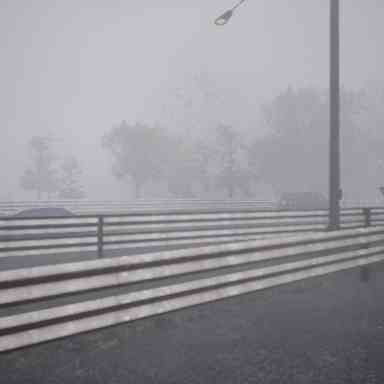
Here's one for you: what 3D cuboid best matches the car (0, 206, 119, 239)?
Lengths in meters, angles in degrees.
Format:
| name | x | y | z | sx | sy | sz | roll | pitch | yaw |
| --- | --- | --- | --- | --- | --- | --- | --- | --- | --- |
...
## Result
| name | x | y | z | sx | sy | sz | roll | pitch | yaw |
| --- | --- | --- | --- | --- | --- | --- | --- | --- | --- |
| car | -5.129 | 1.252 | 12.588 | 4.674 | 1.442 | 1.812 | 0 | 0 | -26 |

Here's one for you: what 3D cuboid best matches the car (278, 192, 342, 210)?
| name | x | y | z | sx | sy | sz | roll | pitch | yaw |
| --- | --- | --- | --- | --- | --- | --- | --- | --- | --- |
| car | 9.679 | 0.986 | 27.380 | 5.566 | 2.045 | 2.150 | 0 | 0 | -25 |
